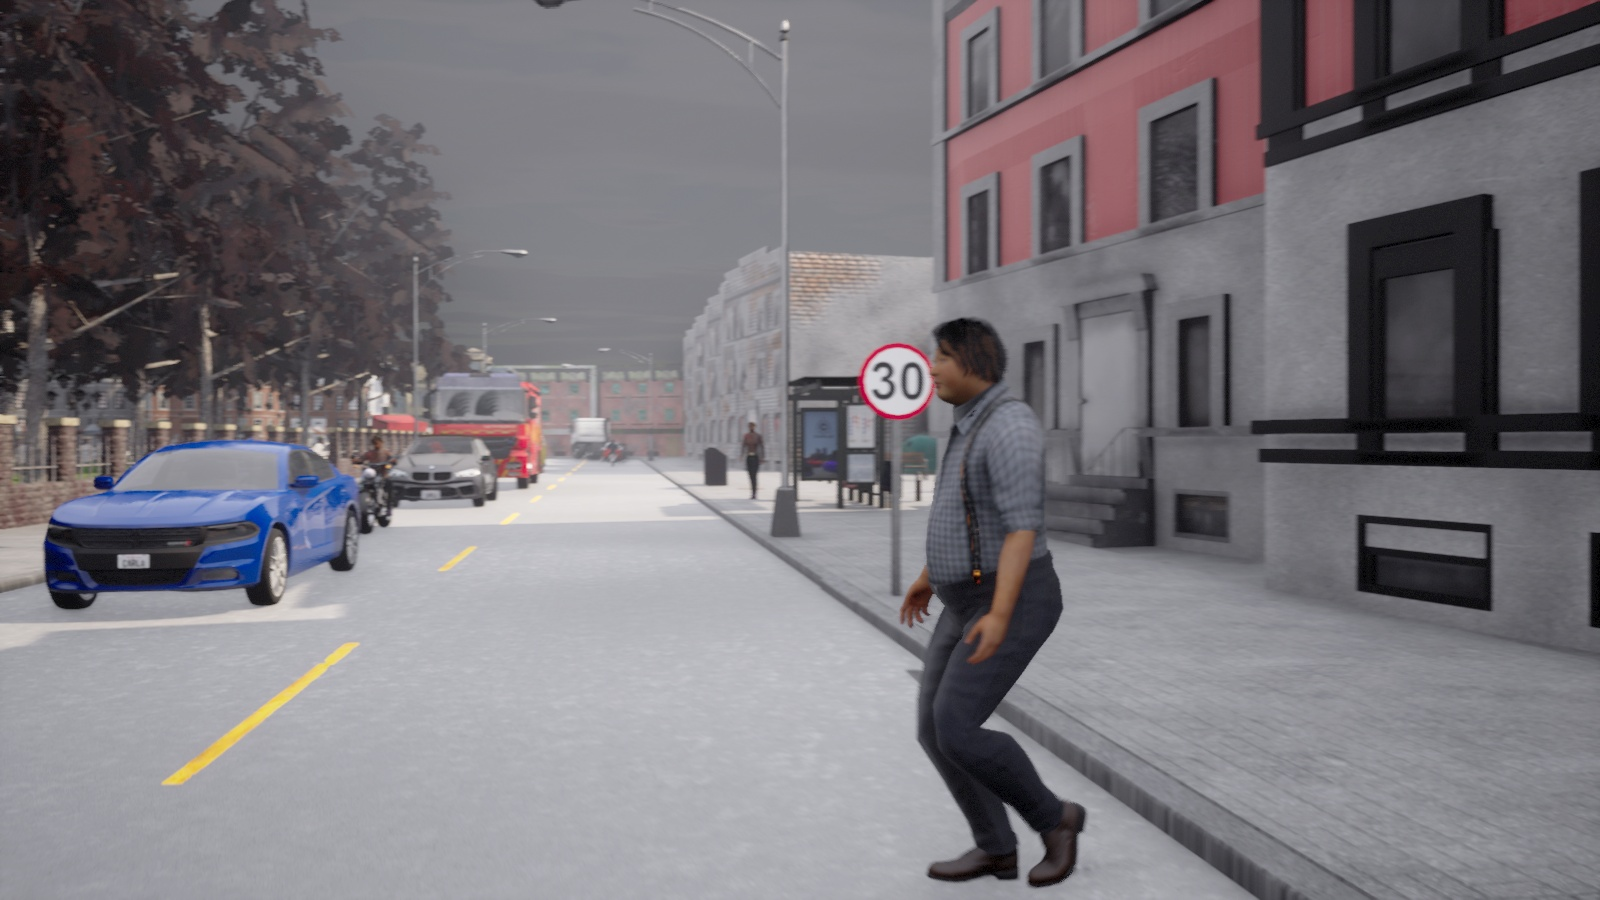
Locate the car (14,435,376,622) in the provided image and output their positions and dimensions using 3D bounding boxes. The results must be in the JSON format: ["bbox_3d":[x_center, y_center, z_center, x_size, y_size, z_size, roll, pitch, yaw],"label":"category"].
[{"bbox_3d":[-5.835,0.623,12.893,1.882,1.535,5.008,0,0,-8],"label":"car"}]

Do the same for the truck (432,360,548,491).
[{"bbox_3d":[-9.970,-0.746,41.194,2.891,3.827,8.468,0,0,-8],"label":"truck"}]

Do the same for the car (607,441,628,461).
[{"bbox_3d":[-12.998,0.085,89.437,1.481,1.376,2.207,0,1,-8],"label":"car"}]

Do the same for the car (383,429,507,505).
[{"bbox_3d":[-8.309,0.354,29.804,2.242,1.667,4.611,0,0,-8],"label":"car"}]

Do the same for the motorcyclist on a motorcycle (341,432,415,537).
[{"bbox_3d":[-7.033,0.530,21.026,0.766,1.649,2.350,0,1,-8],"label":"motorcyclist on a motorcycle"}]

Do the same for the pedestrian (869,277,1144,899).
[{"bbox_3d":[0.610,0.436,3.858,0.694,1.848,0.540,0,0,-9],"label":"pedestrian"}]

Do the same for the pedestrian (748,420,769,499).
[{"bbox_3d":[-0.952,0.221,29.082,0.328,1.805,0.869,0,0,10],"label":"pedestrian"}]
